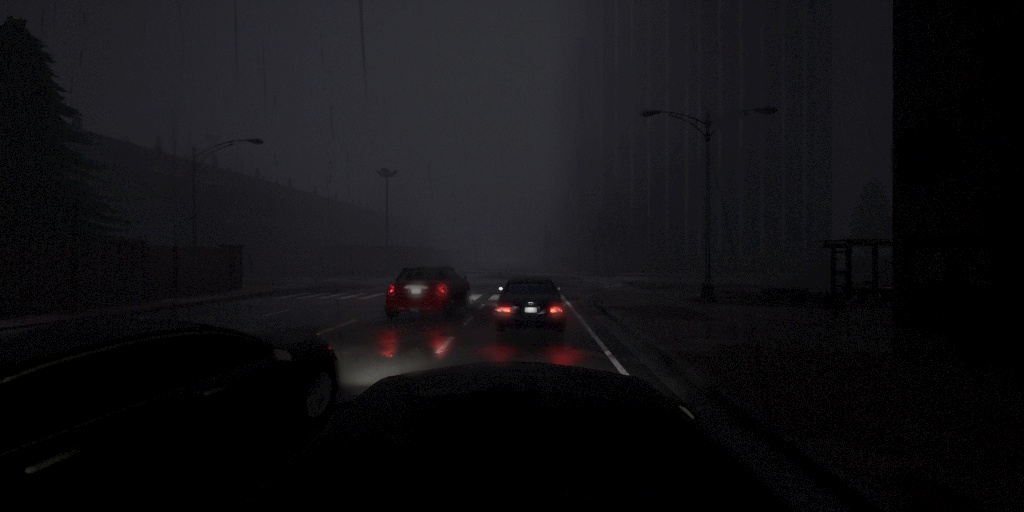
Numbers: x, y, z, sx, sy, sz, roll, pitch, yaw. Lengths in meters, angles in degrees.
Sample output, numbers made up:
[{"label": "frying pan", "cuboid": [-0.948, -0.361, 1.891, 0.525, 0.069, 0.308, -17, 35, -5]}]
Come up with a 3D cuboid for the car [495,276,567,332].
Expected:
[{"label": "car", "cuboid": [0.534, 1.297, 10.820, 2.033, 1.411, 5.357, 0, 0, 2]}]

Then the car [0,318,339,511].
[{"label": "car", "cuboid": [-3.185, 1.256, 2.769, 1.837, 1.490, 4.892, 0, 0, 0]}]

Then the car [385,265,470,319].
[{"label": "car", "cuboid": [-2.839, 1.101, 13.063, 2.097, 1.767, 4.553, 0, 0, 2]}]
